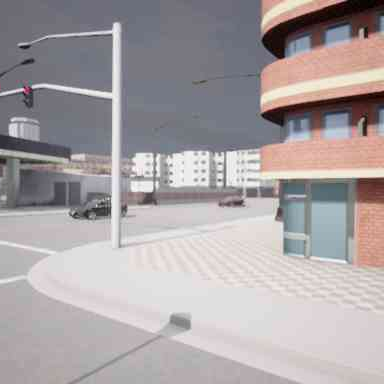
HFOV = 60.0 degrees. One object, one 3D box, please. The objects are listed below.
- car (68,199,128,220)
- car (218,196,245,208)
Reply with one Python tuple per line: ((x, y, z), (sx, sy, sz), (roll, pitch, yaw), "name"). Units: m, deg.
((-7.077, 1.285, 25.499), (1.837, 1.490, 4.892), (1, 1, 35), "car")
((5.184, 1.254, 43.261), (1.882, 1.535, 5.008), (1, 0, 35), "car")
